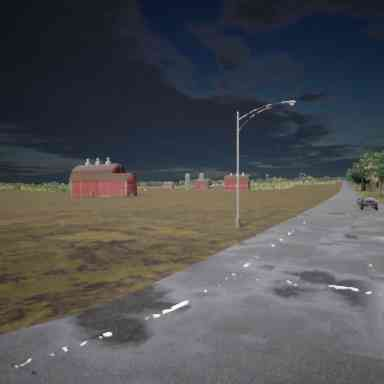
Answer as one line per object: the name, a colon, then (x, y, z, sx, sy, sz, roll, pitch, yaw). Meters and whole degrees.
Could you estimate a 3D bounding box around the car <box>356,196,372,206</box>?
car: (27.742, 1.451, 53.748, 2.033, 1.411, 5.357, 0, 0, 25)

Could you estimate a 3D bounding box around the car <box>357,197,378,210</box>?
car: (22.532, 1.471, 42.509, 1.837, 1.490, 4.892, 0, 0, 24)
